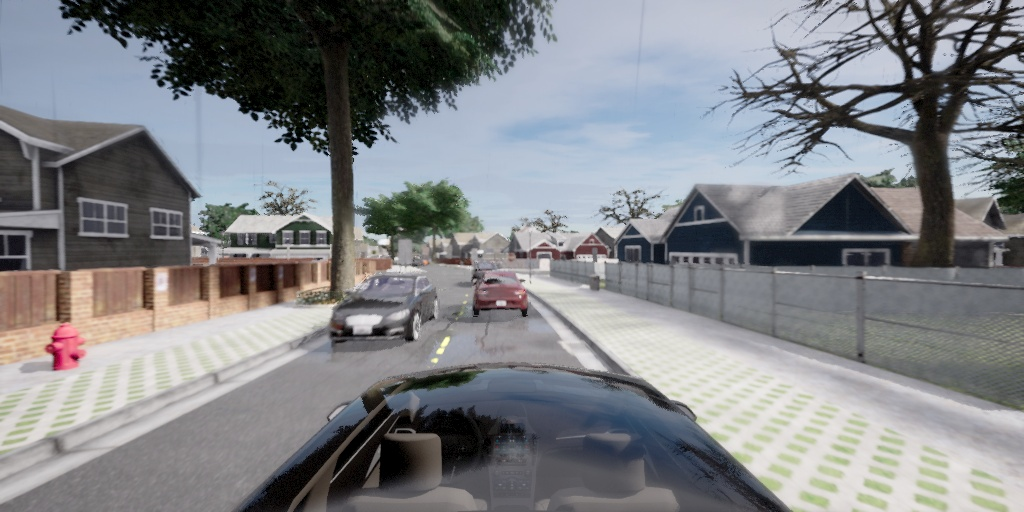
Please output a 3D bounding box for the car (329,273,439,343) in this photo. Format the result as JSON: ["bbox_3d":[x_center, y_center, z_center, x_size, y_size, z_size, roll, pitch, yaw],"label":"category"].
[{"bbox_3d":[-3.189,1.248,9.778,2.128,1.511,4.902,0,0,-3],"label":"car"}]

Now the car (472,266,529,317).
[{"bbox_3d":[-0.467,1.273,13.147,1.812,1.442,4.674,0,0,-4],"label":"car"}]

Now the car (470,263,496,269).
[{"bbox_3d":[-1.942,1.250,25.978,2.128,1.511,4.902,0,0,-8],"label":"car"}]
